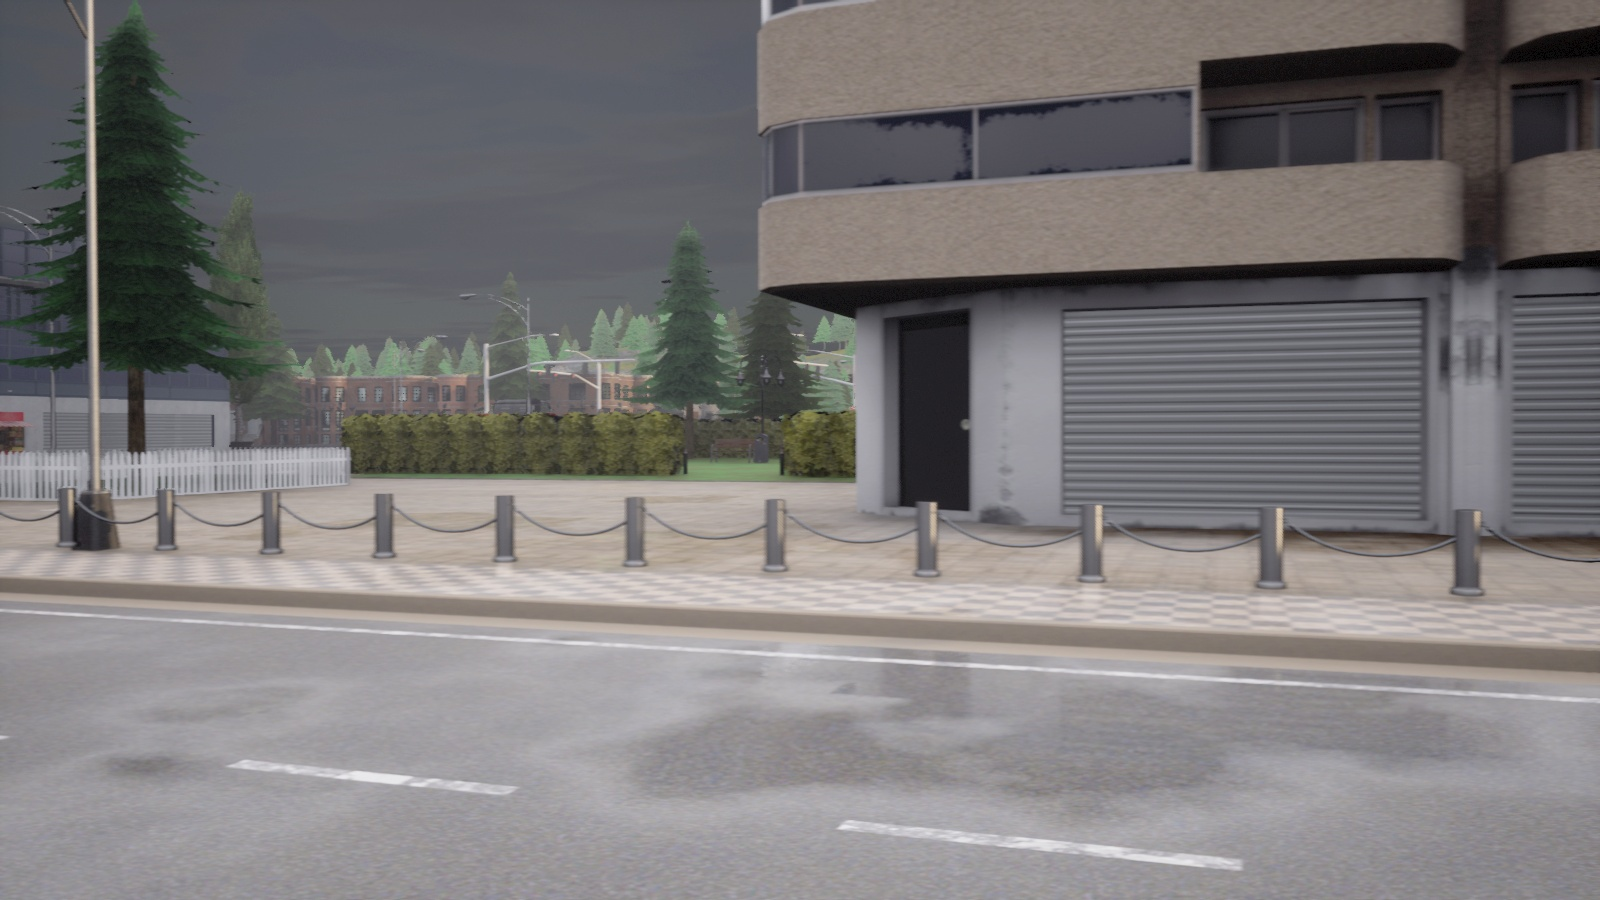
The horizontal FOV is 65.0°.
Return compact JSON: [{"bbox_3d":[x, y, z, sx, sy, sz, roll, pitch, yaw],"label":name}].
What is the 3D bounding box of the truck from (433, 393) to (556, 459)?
[{"bbox_3d":[-16.989,-1.348,70.461,2.891,3.462,7.936,1,1,19],"label":"truck"}]
